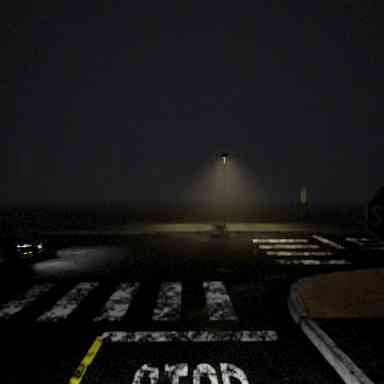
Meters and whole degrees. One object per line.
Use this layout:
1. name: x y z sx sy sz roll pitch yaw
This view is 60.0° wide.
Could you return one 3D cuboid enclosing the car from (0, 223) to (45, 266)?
1. car: -7.684 1.651 11.424 4.892 1.490 1.837 0 4 -2
